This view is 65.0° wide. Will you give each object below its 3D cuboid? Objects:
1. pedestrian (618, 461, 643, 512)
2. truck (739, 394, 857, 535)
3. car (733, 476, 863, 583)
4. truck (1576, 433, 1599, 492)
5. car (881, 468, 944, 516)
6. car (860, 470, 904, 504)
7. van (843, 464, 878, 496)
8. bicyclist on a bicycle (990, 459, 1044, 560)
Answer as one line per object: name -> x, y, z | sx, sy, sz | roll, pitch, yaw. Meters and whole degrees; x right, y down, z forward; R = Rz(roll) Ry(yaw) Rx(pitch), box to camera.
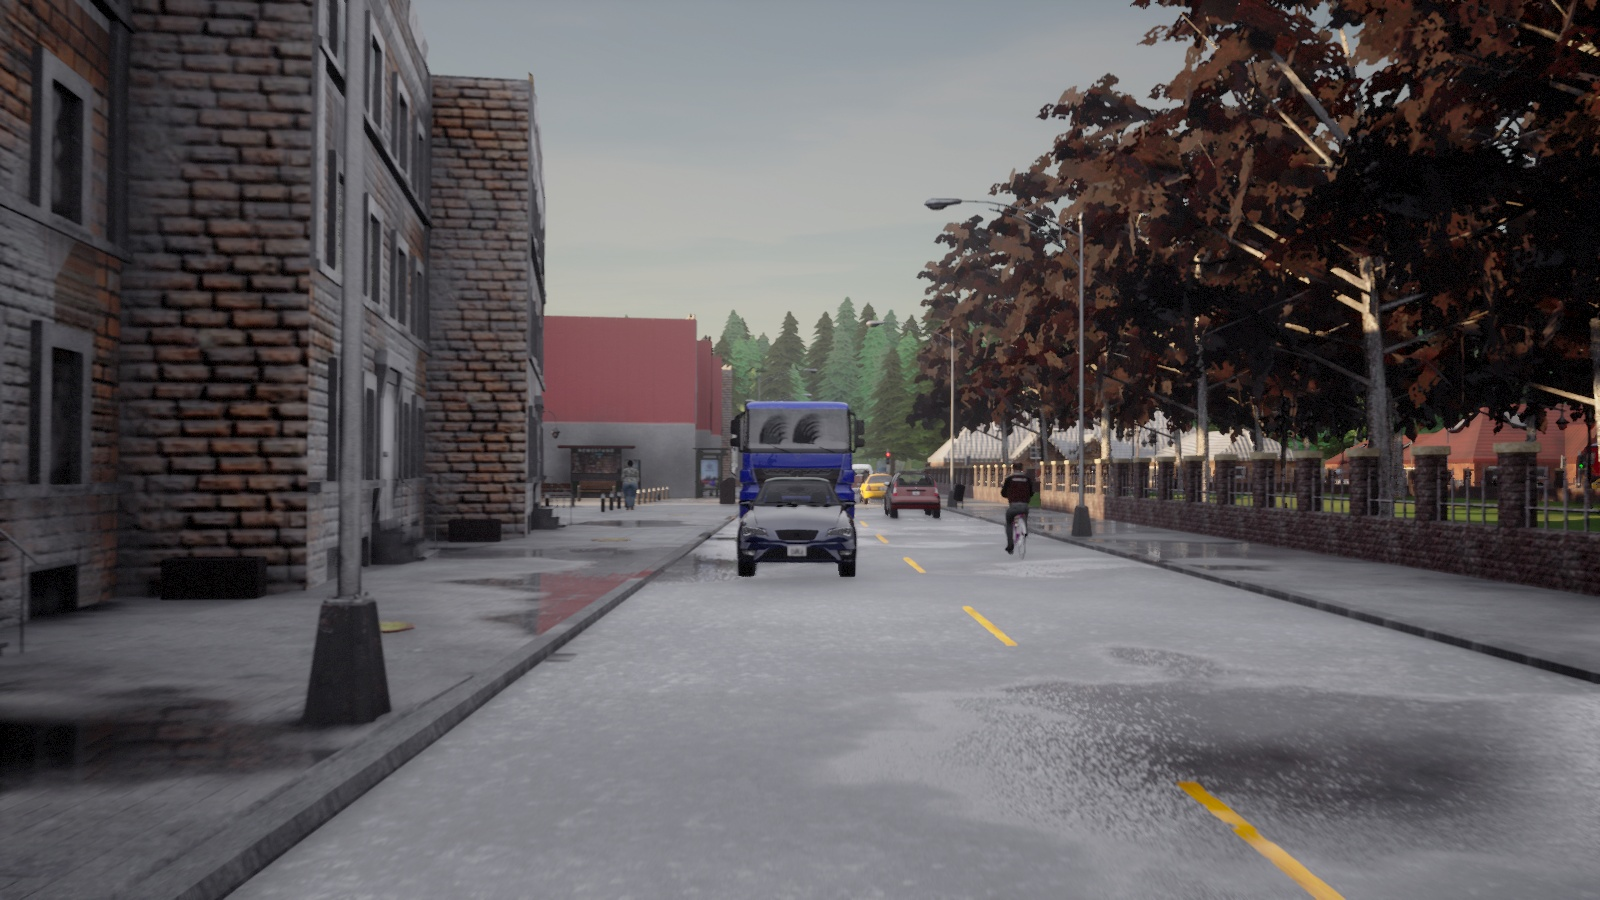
pedestrian -> -6.246, 1.340, 46.369 | 0.874, 1.855, 0.900 | 0, -1, -6
truck -> -0.058, 0.427, 34.824 | 2.891, 3.462, 7.936 | 0, -1, 0
car -> -0.032, 1.166, 19.811 | 1.816, 1.474, 4.193 | 0, -1, 0
truck -> 53.242, 0.796, 79.511 | 2.891, 3.827, 8.468 | 0, -1, 0
car -> 3.934, 1.455, 44.406 | 1.851, 1.617, 3.988 | 0, -1, 0
car -> 3.932, 1.782, 61.207 | 1.801, 1.575, 5.366 | 0, -1, 0
van -> 3.917, 1.922, 82.055 | 2.069, 2.038, 4.480 | 0, -1, 0
bicyclist on a bicycle -> 3.962, 1.063, 23.047 | 0.659, 1.776, 1.843 | 0, -1, 0
